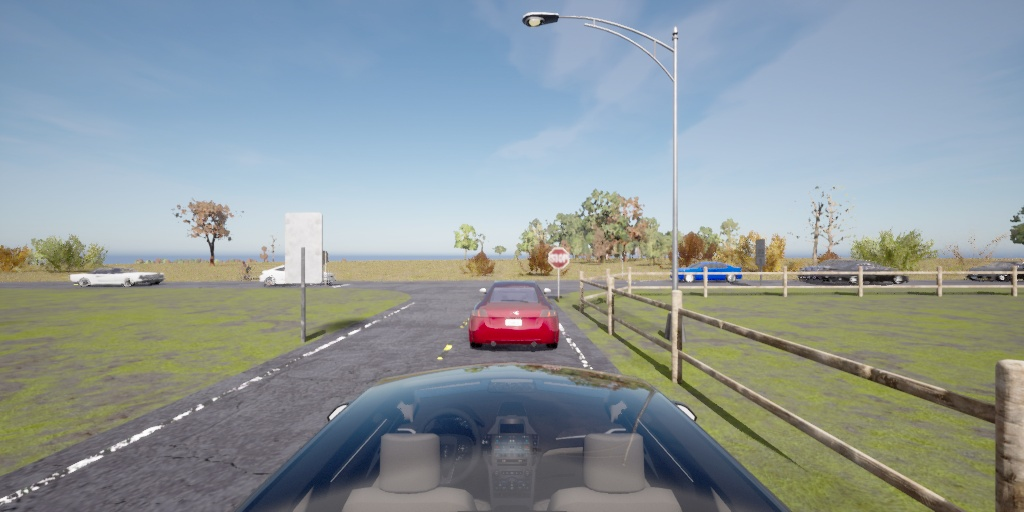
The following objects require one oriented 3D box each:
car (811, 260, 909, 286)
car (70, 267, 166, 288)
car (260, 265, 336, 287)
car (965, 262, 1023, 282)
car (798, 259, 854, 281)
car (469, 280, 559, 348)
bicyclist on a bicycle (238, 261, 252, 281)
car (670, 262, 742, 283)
[{"bbox_3d":[23.586,1.183,24.057,4.902,1.511,2.128,0,0,0],"label":"car"},{"bbox_3d":[-26.611,1.421,24.360,4.718,1.301,1.895,0,0,0],"label":"car"},{"bbox_3d":[-14.419,1.311,24.207,4.674,1.442,1.812,0,0,2],"label":"car"},{"bbox_3d":[37.174,1.164,26.904,4.902,1.511,2.128,0,0,0],"label":"car"},{"bbox_3d":[24.317,1.040,26.991,4.553,1.767,2.097,0,0,0],"label":"car"},{"bbox_3d":[0.077,1.314,9.258,1.994,1.385,4.181,0,0,1],"label":"car"},{"bbox_3d":[-22.561,1.260,30.307,0.582,1.620,1.656,0,0,0],"label":"bicyclist on a bicycle"},{"bbox_3d":[14.565,1.186,27.056,5.008,1.535,1.882,0,0,0],"label":"car"}]
